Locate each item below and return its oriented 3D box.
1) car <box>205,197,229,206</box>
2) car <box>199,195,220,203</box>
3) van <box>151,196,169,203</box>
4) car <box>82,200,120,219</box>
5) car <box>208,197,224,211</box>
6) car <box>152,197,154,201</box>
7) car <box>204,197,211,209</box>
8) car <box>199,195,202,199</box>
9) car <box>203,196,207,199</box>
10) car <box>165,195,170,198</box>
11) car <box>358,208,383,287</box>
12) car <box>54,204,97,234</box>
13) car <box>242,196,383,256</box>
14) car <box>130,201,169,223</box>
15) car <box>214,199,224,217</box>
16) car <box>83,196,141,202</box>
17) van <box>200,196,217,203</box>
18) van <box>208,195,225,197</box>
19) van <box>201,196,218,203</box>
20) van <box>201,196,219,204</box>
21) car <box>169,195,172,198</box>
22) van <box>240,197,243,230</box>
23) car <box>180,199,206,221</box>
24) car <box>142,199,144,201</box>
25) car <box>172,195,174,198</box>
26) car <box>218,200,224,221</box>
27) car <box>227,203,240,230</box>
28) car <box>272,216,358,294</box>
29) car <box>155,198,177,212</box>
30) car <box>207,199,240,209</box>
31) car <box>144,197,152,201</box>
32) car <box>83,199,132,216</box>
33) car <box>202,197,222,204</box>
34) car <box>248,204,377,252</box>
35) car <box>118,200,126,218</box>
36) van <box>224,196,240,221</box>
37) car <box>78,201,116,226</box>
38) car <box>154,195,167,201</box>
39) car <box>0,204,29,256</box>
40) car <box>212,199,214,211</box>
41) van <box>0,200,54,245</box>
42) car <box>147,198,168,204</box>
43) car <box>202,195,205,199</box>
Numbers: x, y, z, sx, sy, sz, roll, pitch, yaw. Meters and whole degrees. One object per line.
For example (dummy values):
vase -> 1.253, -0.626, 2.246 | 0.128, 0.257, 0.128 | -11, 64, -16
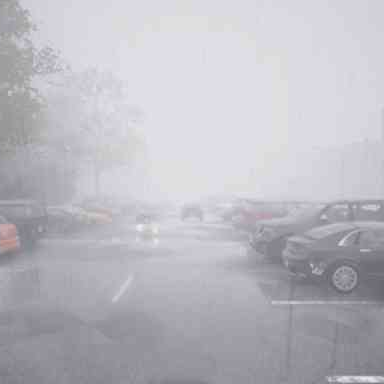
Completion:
car -> 4.753, 1.818, 64.264 | 4.553, 1.767, 2.185 | 0, -1, 0
car -> 4.731, 1.936, 89.495 | 5.566, 2.045, 2.435 | 0, -1, 0
van -> -8.493, 1.956, 88.919 | 4.442, 1.987, 1.878 | 0, -1, 0
car -> -8.322, 1.599, 24.896 | 5.008, 1.535, 2.097 | 0, 0, 0
car -> 4.747, 1.701, 39.038 | 5.008, 1.535, 2.097 | 0, -1, 0
car -> -8.314, 1.499, 44.268 | 5.566, 2.045, 2.435 | 0, -1, 0
car -> 4.554, 1.724, 41.838 | 5.366, 1.575, 1.946 | 0, -1, 0
car -> 4.746, 1.747, 69.872 | 5.566, 2.045, 2.435 | 0, -1, 0
car -> 4.734, 1.862, 55.854 | 5.008, 1.535, 2.097 | 0, -1, 0
car -> -8.179, 2.018, 72.265 | 5.366, 1.575, 1.946 | 0, -1, 0
car -> 4.720, 1.232, 2.598 | 5.566, 2.045, 2.435 | 0, 0, 0
car -> -8.322, 1.603, 19.325 | 4.674, 1.452, 2.002 | 0, 0, 0
car -> 4.727, 1.262, 11.008 | 5.566, 2.045, 2.435 | 0, 0, 0
car -> -3.276, 1.680, 26.895 | 2.033, 1.411, 5.357 | 0, 0, 0
car -> 4.752, 1.637, 30.633 | 4.892, 1.521, 2.231 | 0, 0, 0
car -> -8.306, 1.403, 33.251 | 5.566, 2.045, 2.435 | 0, 0, 0
van -> 4.584, 1.988, 92.295 | 4.442, 1.987, 1.878 | 0, 0, 0
van -> 4.852, 1.555, 47.447 | 4.442, 1.987, 1.878 | 0, -1, 0
van -> 4.588, 1.935, 86.691 | 4.442, 1.987, 1.878 | 0, -1, 0
van -> 4.590, 1.908, 83.887 | 4.442, 1.987, 1.878 | 0, -1, 0
car -> -8.401, 1.877, 83.369 | 5.566, 2.045, 2.435 | 0, -1, 0
van -> 4.872, 1.320, 16.613 | 4.442, 1.987, 1.878 | 0, 0, 0
car -> 0.030, 1.652, 28.958 | 1.837, 1.490, 4.892 | 0, 0, 0
car -> -8.336, 1.739, 38.696 | 4.674, 1.452, 2.002 | 0, 0, 0
car -> -8.407, 1.958, 91.696 | 5.566, 2.045, 2.435 | 0, -1, 0
car -> 4.757, 1.599, 25.022 | 5.008, 1.535, 2.097 | 0, 0, 0
car -> 4.761, 1.565, 19.416 | 4.892, 1.521, 2.231 | 0, 0, 0
car -> 4.747, 1.499, 8.202 | 4.892, 1.521, 2.231 | 0, 0, 0
car -> -3.268, 1.785, 43.131 | 1.812, 1.442, 4.674 | 0, -1, 0
car -> 4.762, 1.838, 50.247 | 4.792, 1.488, 2.163 | 0, -1, 0
car -> -8.311, 1.474, 41.606 | 5.566, 2.045, 2.435 | 0, -1, 0
car -> -8.361, 1.665, 30.466 | 4.792, 1.488, 2.163 | 0, 0, 0
car -> 4.680, 1.954, 78.280 | 4.553, 1.767, 2.185 | 0, -1, 0
car -> 4.787, 1.402, 13.808 | 4.553, 1.767, 2.185 | 0, 0, 0
car -> -8.300, 1.647, 27.681 | 4.792, 1.488, 2.163 | 0, 0, 0
van -> 4.637, 1.356, 22.220 | 4.442, 1.987, 1.878 | 0, 0, 0
car -> -8.140, 1.578, 22.110 | 5.366, 1.575, 1.946 | 0, 0, 0
car -> -8.368, 1.996, 69.488 | 4.892, 1.521, 2.231 | 0, -1, 0
car -> -8.294, 1.386, 10.973 | 4.553, 1.767, 2.185 | 0, 0, 0
car -> 4.775, 1.686, 33.430 | 4.792, 1.488, 2.163 | 0, 0, 0
van -> -8.440, 1.301, 13.754 | 4.442, 1.987, 1.878 | 0, 0, 0
car -> -8.342, 2.131, 80.591 | 4.792, 1.488, 2.163 | 0, -1, 0
car -> 4.693, 1.791, 61.461 | 4.553, 1.767, 2.185 | 0, -1, 0
